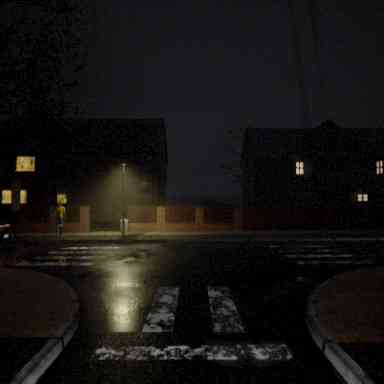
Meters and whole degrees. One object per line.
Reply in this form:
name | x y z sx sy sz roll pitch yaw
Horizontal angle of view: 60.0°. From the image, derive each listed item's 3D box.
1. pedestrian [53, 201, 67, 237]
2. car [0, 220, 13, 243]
pedestrian | -6.730 1.363 16.961 0.375 1.860 0.375 0 -1 1
car | -10.258 1.675 14.086 4.902 1.511 2.128 -1 -1 1
